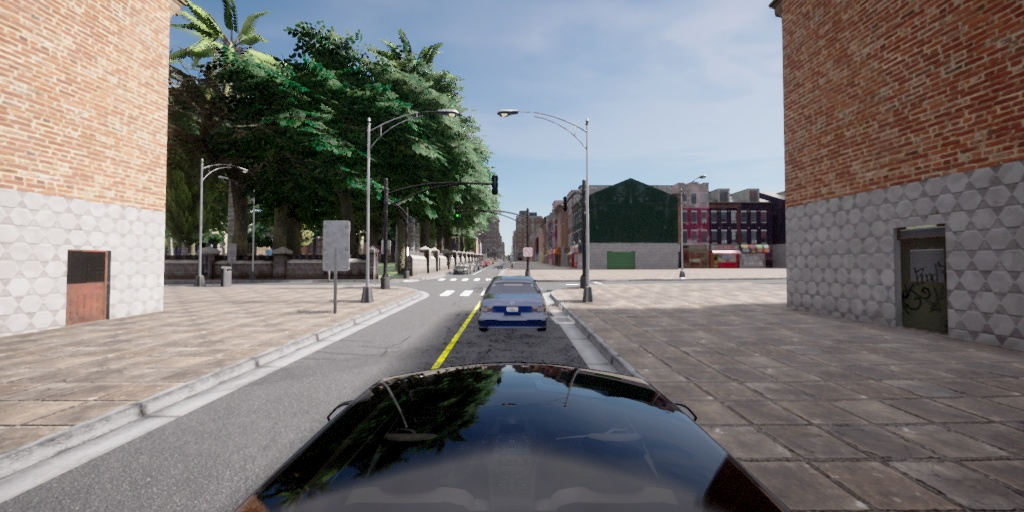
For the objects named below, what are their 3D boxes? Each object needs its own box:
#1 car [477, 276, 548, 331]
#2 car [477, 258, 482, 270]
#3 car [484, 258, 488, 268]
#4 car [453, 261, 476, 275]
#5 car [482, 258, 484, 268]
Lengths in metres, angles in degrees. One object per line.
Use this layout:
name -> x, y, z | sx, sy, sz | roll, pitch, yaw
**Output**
car -> 0.029, 1.302, 10.950 | 2.033, 1.411, 5.357 | 0, 0, 0
car -> -5.523, 1.347, 47.096 | 2.007, 1.370, 4.403 | 0, 0, 0
car -> -5.642, 1.419, 63.445 | 1.802, 1.307, 4.207 | 0, 0, 0
car -> -5.498, 1.334, 39.960 | 2.007, 1.370, 4.403 | 0, 0, 0
car -> -5.562, 1.373, 52.546 | 1.948, 1.339, 4.313 | 0, 0, 0
